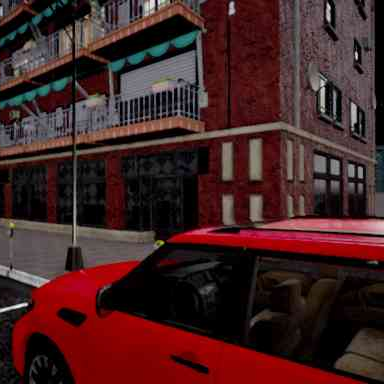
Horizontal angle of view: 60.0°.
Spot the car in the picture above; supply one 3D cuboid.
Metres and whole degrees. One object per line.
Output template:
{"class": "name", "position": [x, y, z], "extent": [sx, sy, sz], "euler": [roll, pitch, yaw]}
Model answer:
{"class": "car", "position": [0.708, 1.230, 2.745], "extent": [5.566, 2.045, 2.150], "euler": [0, 0, 38]}
